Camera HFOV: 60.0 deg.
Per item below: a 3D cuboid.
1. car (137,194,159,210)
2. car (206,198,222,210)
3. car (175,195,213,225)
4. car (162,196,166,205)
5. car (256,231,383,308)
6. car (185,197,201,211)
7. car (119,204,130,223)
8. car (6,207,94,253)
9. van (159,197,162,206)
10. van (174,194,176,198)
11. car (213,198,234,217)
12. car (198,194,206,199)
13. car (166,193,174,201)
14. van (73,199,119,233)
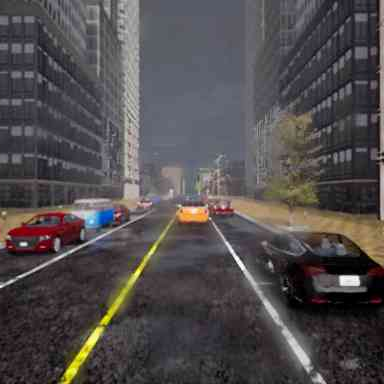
[{"bbox_3d":[-5.681,1.348,41.933,1.967,1.590,4.097,0,0,0],"label":"car"},{"bbox_3d":[2.699,1.491,41.918,1.802,1.307,4.206,0,0,0],"label":"car"},{"bbox_3d":[0.103,1.303,23.486,2.097,1.767,4.553,0,0,0],"label":"car"},{"bbox_3d":[-5.680,1.446,53.318,1.947,1.339,4.313,0,0,0],"label":"car"},{"bbox_3d":[2.695,1.551,7.767,1.947,1.339,4.313,0,0,0],"label":"car"},{"bbox_3d":[0.107,1.436,41.035,1.812,1.442,4.674,0,0,0],"label":"car"},{"bbox_3d":[-5.684,1.530,24.858,1.802,1.307,4.206,0,0,0],"label":"car"},{"bbox_3d":[-5.685,1.517,13.473,1.887,1.381,4.507,0,0,0],"label":"car"},{"bbox_3d":[-5.680,1.235,47.626,1.690,1.788,3.998,0,0,0],"label":"van"},{"bbox_3d":[-5.675,1.132,87.470,1.690,1.788,3.998,0,0,0],"label":"van"},{"bbox_3d":[2.698,1.376,30.533,1.967,1.590,4.097,0,0,0],"label":"car"},{"bbox_3d":[2.705,1.327,93.145,2.008,1.369,4.403,0,0,0],"label":"car"},{"bbox_3d":[-5.677,1.347,75.916,1.752,1.417,4.829,0,0,0],"label":"car"},{"bbox_3d":[-5.684,1.302,19.165,1.690,1.788,3.998,0,0,0],"label":"van"}]
